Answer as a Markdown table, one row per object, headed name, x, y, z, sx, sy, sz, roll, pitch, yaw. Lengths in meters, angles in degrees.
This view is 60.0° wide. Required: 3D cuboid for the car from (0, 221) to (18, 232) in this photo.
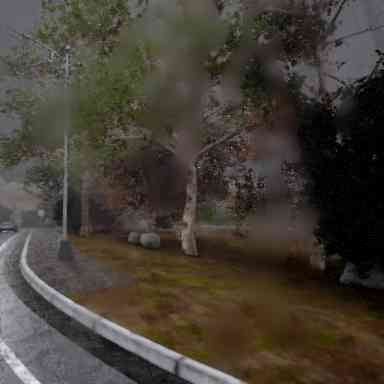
| name | x | y | z | sx | sy | sz | roll | pitch | yaw |
| --- | --- | --- | --- | --- | --- | --- | --- | --- | --- |
| car | -23.771 | 4.461 | 42.993 | 1.994 | 1.385 | 4.181 | 1 | -6 | -25 |
